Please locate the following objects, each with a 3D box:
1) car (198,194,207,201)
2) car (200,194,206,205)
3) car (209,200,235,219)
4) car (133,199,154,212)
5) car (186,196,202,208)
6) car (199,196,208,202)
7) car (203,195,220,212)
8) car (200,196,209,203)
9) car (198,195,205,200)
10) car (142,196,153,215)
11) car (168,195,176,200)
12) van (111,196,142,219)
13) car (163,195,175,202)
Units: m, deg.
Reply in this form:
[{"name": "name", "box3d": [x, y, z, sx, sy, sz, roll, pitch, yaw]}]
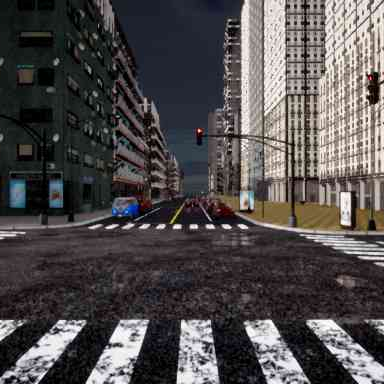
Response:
[{"name": "car", "box3d": [2.659, 1.373, 83.725, 2.192, 1.841, 5.009, 0, 0, 0]}, {"name": "car", "box3d": [2.671, 1.468, 56.086, 1.967, 1.590, 4.097, 0, 0, 0]}, {"name": "car", "box3d": [2.684, 1.591, 28.448, 1.802, 1.307, 4.206, 0, 0, 0]}, {"name": "car", "box3d": [-5.702, 1.560, 39.501, 1.887, 1.381, 4.507, 0, 0, 0]}, {"name": "car", "box3d": [0.075, 1.623, 49.892, 1.895, 1.301, 4.718, 0, 0, 0]}, {"name": "car", "box3d": [2.660, 1.633, 78.197, 1.802, 1.307, 4.206, 0, 0, 0]}, {"name": "car", "box3d": [2.679, 1.455, 39.504, 1.967, 1.590, 4.097, 0, 0, 0]}, {"name": "car", "box3d": [2.662, 1.590, 72.669, 1.887, 1.381, 4.507, 0, 0, 0]}, {"name": "car", "box3d": [2.651, 1.655, 94.780, 1.802, 1.307, 4.206, 0, 0, 0]}, {"name": "car", "box3d": [-5.698, 1.327, 33.973, 2.192, 1.841, 5.009, 0, 0, 0]}, {"name": "car", "box3d": [-5.729, 1.639, 94.777, 1.947, 1.339, 4.313, 0, 0, 0]}, {"name": "van", "box3d": [-5.696, 1.351, 28.445, 1.690, 1.788, 3.998, 0, 0, 0]}, {"name": "car", "box3d": [-5.720, 1.492, 78.193, 1.967, 1.590, 4.097, 0, 0, 0]}]
